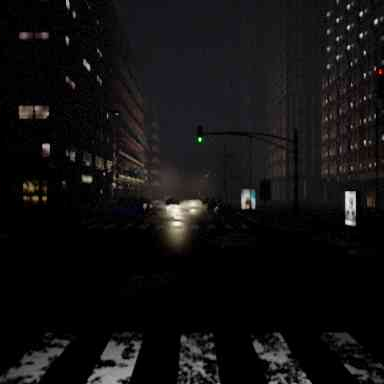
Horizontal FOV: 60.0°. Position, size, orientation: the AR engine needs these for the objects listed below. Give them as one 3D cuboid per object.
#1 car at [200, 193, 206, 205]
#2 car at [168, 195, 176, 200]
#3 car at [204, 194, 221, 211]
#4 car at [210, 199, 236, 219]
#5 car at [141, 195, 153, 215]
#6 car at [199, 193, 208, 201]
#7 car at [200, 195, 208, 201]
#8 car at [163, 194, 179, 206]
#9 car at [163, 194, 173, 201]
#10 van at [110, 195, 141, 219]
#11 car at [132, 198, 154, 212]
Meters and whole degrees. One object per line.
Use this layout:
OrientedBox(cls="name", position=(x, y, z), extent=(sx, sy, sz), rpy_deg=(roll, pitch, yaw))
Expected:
OrientedBox(cls="car", position=(2.766, 1.331, 55.536), extent=(1.967, 1.590, 4.097), rpy_deg=(0, 0, 0))
OrientedBox(cls="car", position=(-5.568, 1.409, 94.241), extent=(1.947, 1.339, 4.313), rpy_deg=(0, 0, 0))
OrientedBox(cls="car", position=(2.745, 1.360, 38.954), extent=(1.967, 1.590, 4.097), rpy_deg=(0, 0, 0))
OrientedBox(cls="car", position=(2.731, 1.523, 27.898), extent=(1.802, 1.307, 4.206), rpy_deg=(0, 0, 0))
OrientedBox(cls="car", position=(-5.642, 1.246, 33.437), extent=(2.192, 1.841, 5.009), rpy_deg=(0, 0, 0))
OrientedBox(cls="car", position=(2.800, 1.170, 83.174), extent=(2.192, 1.841, 5.009), rpy_deg=(0, 0, 0))
OrientedBox(cls="car", position=(2.792, 1.443, 77.647), extent=(1.802, 1.307, 4.206), rpy_deg=(0, 0, 0))
OrientedBox(cls="car", position=(-2.939, 1.451, 50.443), extent=(1.994, 1.385, 4.181), rpy_deg=(0, 0, 0))
OrientedBox(cls="car", position=(-5.588, 1.302, 77.658), extent=(1.967, 1.590, 4.097), rpy_deg=(0, 0, 0))
OrientedBox(cls="van", position=(-5.649, 1.282, 27.909), extent=(1.690, 1.788, 3.998), rpy_deg=(0, 0, 0))
OrientedBox(cls="car", position=(-5.636, 1.465, 38.966), extent=(1.887, 1.381, 4.507), rpy_deg=(0, 0, 0))
